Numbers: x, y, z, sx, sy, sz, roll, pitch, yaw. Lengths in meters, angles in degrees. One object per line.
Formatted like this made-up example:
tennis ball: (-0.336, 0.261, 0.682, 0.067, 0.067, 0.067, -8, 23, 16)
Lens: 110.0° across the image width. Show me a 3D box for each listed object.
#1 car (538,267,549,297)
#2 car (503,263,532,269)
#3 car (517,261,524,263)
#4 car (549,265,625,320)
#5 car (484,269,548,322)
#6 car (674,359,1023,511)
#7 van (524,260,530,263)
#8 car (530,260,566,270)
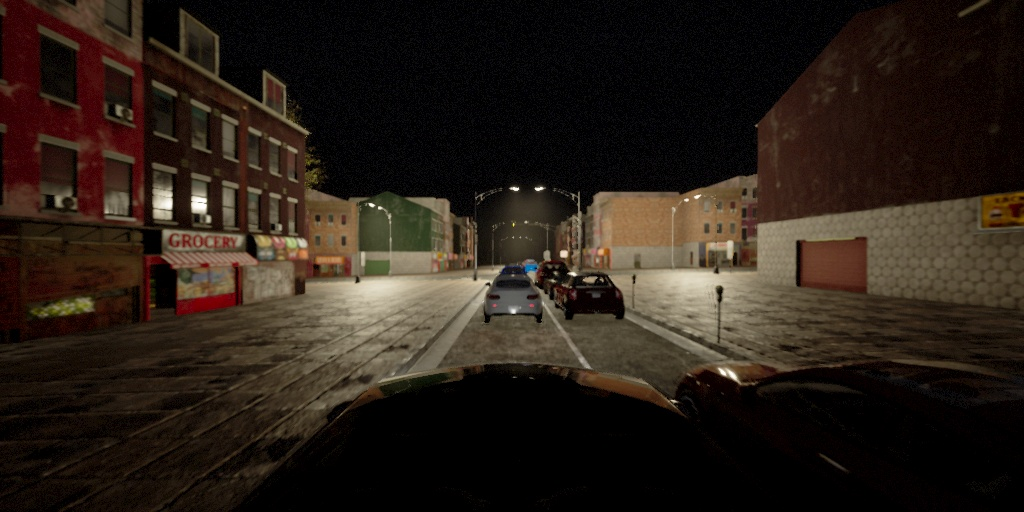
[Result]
car: (2.640, 1.442, 18.503, 1.948, 1.339, 4.313, 0, 0, 0)
car: (0.120, 1.395, 23.628, 1.882, 1.535, 5.008, 0, -1, 0)
car: (0.106, 1.649, 45.558, 2.033, 1.411, 5.357, 0, -1, 0)
car: (2.639, 1.274, 13.102, 1.967, 1.591, 4.097, 0, 0, 0)
car: (0.029, 1.356, 12.604, 1.812, 1.442, 4.674, 0, 0, 0)
car: (2.637, 1.336, 2.297, 1.802, 1.307, 4.207, 0, 0, 0)
van: (2.644, 1.484, 50.265, 1.690, 1.789, 3.998, 0, 0, 0)
car: (2.640, 1.234, 23.905, 2.192, 1.841, 5.009, 0, 0, 0)
